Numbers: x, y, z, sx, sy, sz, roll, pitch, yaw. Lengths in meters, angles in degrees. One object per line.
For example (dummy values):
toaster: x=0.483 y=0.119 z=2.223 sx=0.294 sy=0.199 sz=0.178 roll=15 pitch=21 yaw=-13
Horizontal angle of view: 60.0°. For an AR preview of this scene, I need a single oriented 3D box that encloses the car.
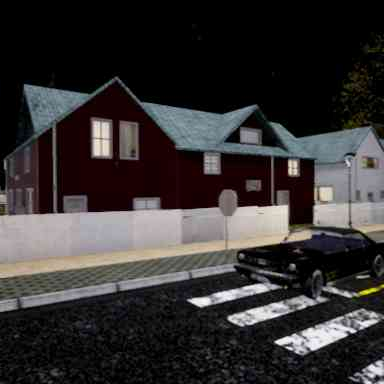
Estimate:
car: x=3.305 y=1.618 z=8.648 sx=4.718 sy=1.301 sz=1.895 roll=0 pitch=0 yaw=-37
